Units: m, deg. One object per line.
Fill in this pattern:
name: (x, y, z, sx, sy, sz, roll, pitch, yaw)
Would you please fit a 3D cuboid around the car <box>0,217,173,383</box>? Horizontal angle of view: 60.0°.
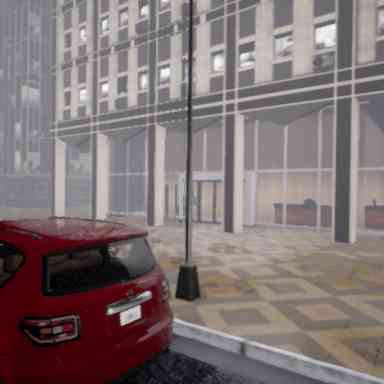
car: (-2.549, 1.290, 4.692, 5.009, 1.841, 2.192, 0, 1, 36)
